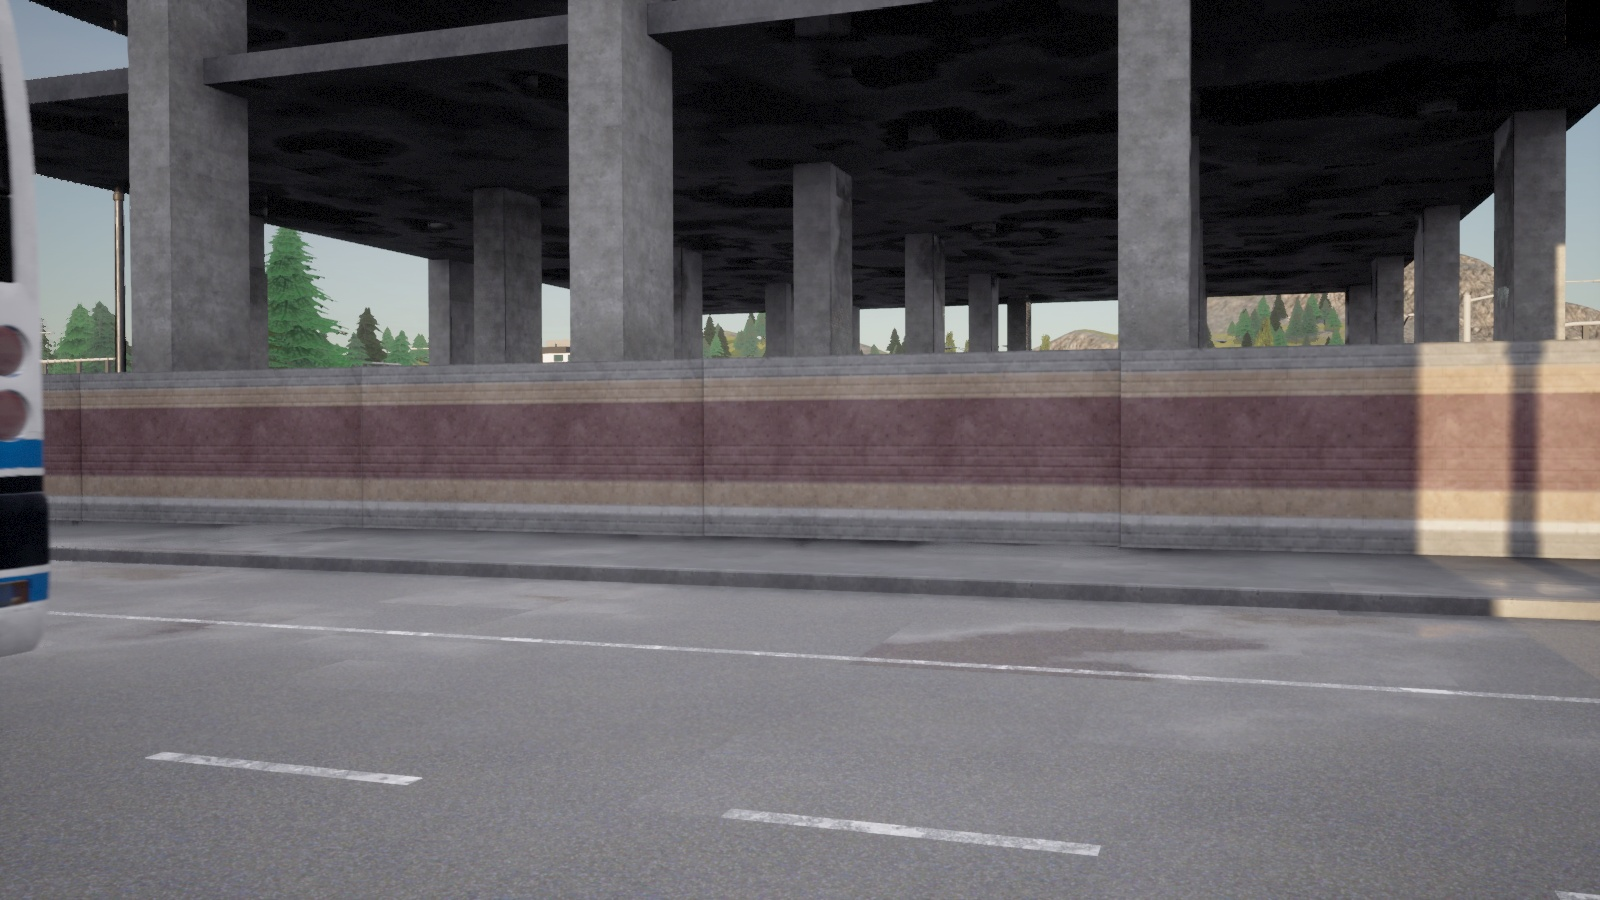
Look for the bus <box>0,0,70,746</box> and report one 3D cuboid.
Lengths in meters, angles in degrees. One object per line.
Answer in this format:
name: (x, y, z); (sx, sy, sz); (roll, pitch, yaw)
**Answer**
bus: (-9.309, -0.686, 6.316); (10.273, 4.253, 3.944); (1, 1, 19)
